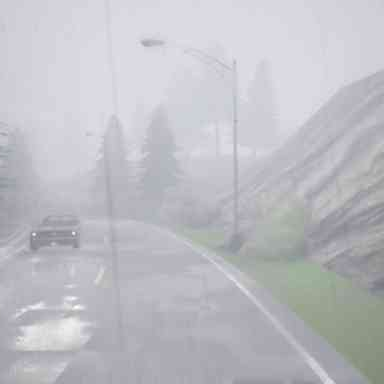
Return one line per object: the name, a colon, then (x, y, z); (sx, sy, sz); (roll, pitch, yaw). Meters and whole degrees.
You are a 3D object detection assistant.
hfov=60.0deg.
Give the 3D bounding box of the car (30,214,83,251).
car: (-5.985, 1.722, 15.061); (1.895, 1.301, 4.718); (0, 0, -16)
